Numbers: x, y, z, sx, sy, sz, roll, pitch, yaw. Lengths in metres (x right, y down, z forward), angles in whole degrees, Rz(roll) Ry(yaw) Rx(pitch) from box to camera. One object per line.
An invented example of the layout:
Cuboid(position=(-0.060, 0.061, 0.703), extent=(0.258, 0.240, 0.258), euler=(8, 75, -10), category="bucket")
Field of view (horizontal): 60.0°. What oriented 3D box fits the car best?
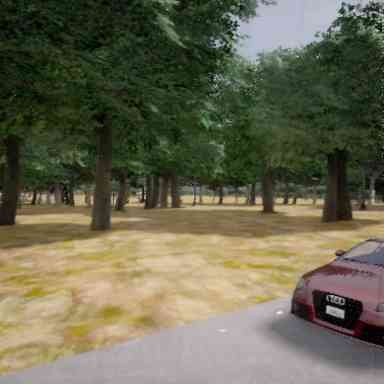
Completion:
Cuboid(position=(3.720, 1.578, 6.026), extent=(4.181, 1.385, 1.994), euler=(0, 0, -35), category="car")
